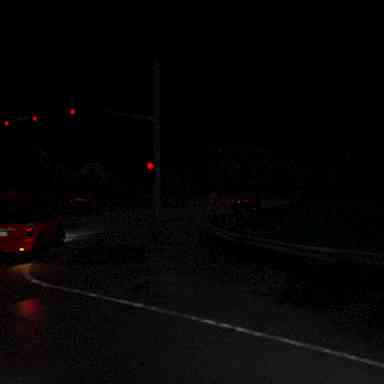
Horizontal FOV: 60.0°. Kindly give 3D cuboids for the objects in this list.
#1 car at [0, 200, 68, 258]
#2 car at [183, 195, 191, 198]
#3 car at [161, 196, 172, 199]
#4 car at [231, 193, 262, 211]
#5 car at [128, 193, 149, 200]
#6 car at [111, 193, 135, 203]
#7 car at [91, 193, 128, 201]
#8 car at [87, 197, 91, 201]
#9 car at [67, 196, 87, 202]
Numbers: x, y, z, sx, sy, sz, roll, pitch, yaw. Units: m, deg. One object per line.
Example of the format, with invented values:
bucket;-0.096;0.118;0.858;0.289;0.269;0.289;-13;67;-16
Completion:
car;-6.399;1.348;12.705;2.097;1.767;4.553;0;0;-10
car;-1.040;1.453;76.992;1.994;1.385;4.181;0;0;12
car;-5.252;1.421;62.703;2.128;1.511;4.902;0;0;23
car;6.486;1.162;39.109;2.150;2.045;5.566;0;0;30
car;-10.474;1.442;68.216;2.128;1.511;4.902;0;0;19
car;-14.125;1.161;68.491;2.150;2.045;5.566;0;0;23
car;-12.180;1.308;49.217;2.097;1.767;4.553;0;0;29
car;-15.107;1.175;58.101;2.150;2.045;5.566;0;0;29
car;-19.443;1.435;57.555;1.882;1.535;5.008;0;0;30
